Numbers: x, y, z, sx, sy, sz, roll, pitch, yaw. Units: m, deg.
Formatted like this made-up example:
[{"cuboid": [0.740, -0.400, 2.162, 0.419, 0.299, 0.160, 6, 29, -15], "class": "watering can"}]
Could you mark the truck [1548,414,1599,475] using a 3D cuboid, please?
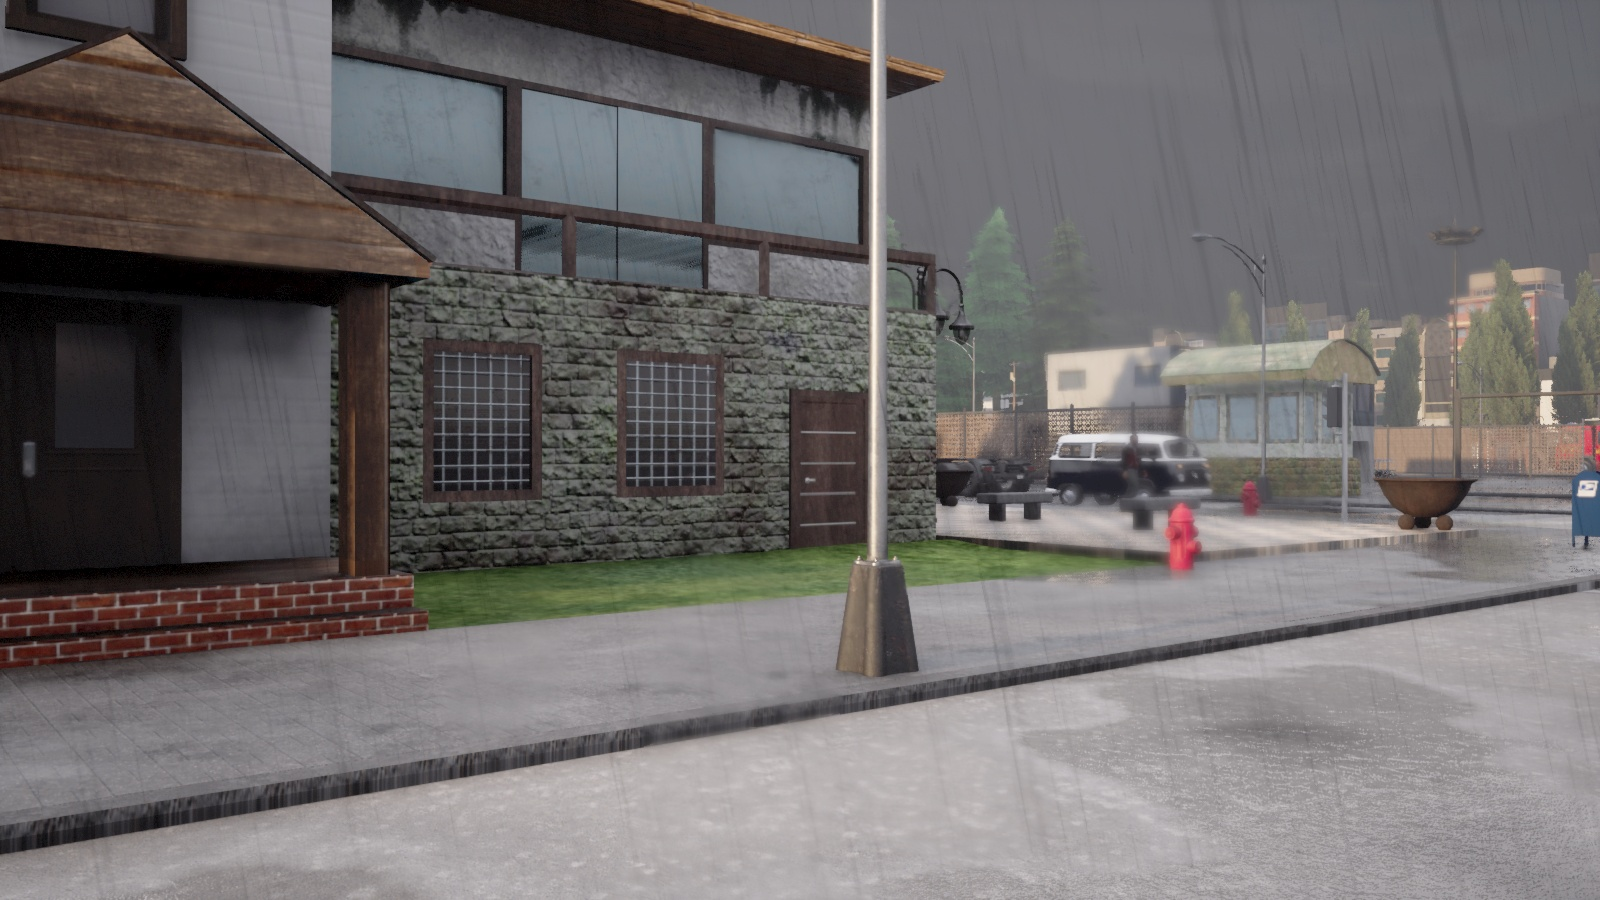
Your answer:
[{"cuboid": [52.102, -0.338, 78.686, 2.891, 3.827, 8.468, 0, 0, -39], "class": "truck"}]

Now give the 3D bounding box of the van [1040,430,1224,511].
[{"cuboid": [8.914, 0.533, 34.040, 2.069, 2.038, 4.480, 0, 0, -38], "class": "van"}]

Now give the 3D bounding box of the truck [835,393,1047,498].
[{"cuboid": [4.939, -0.136, 45.544, 2.891, 3.462, 7.936, 0, 0, -38], "class": "truck"}]

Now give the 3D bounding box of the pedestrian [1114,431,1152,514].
[{"cuboid": [7.515, 0.500, 28.349, 0.376, 1.854, 0.720, 0, 0, -41], "class": "pedestrian"}]
